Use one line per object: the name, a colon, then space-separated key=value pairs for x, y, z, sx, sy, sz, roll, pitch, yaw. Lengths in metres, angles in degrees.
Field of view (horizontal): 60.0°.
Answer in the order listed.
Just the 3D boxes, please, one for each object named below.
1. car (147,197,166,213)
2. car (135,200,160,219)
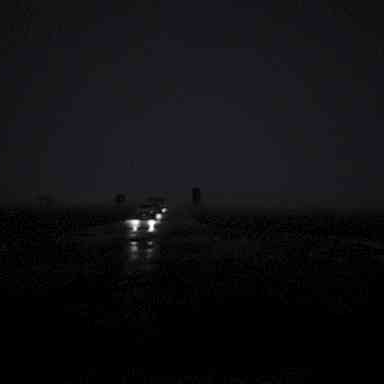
car: x=-4.902 y=1.646 z=43.016 sx=2.150 sy=2.045 sz=5.566 roll=1 pitch=-1 yaw=-3
car: x=-4.430 y=1.835 z=32.478 sx=1.812 sy=1.442 sz=4.674 roll=1 pitch=-1 yaw=-2
